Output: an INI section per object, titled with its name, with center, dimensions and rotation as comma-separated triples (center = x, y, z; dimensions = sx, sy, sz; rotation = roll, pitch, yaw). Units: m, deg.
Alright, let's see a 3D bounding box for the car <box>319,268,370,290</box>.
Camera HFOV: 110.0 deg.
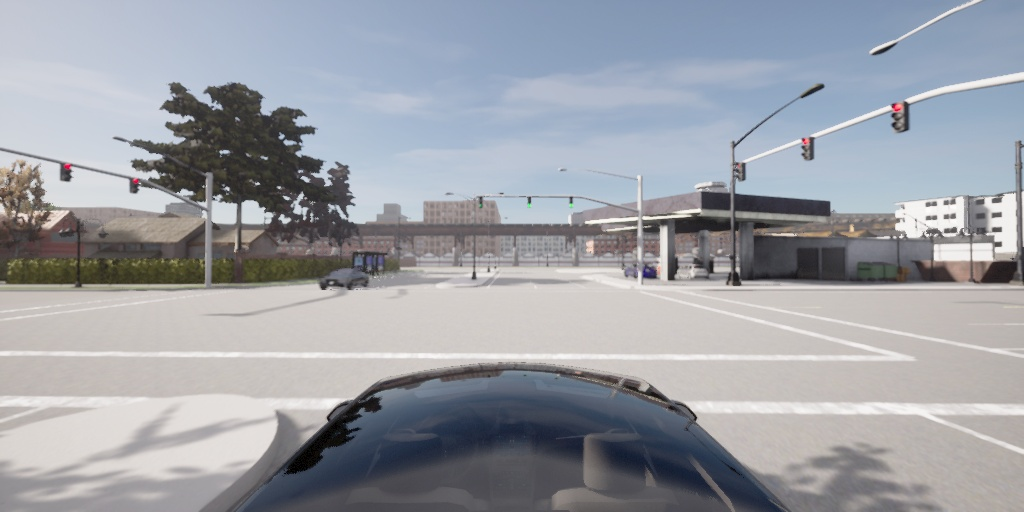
[car]
center = -11.504, 1.540, 24.849
dimensions = 1.994, 1.385, 4.181
rotation = 0, -1, 0
